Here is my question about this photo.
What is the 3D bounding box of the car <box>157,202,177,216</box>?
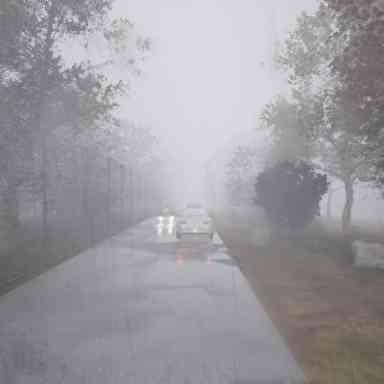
[{"bbox_3d":[-2.703,1.811,36.307,2.128,1.511,4.902,0,-1,0],"label":"car"}]

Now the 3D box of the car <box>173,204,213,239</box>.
[{"bbox_3d":[0.148,1.602,17.864,1.812,1.442,4.674,0,0,0],"label":"car"}]
